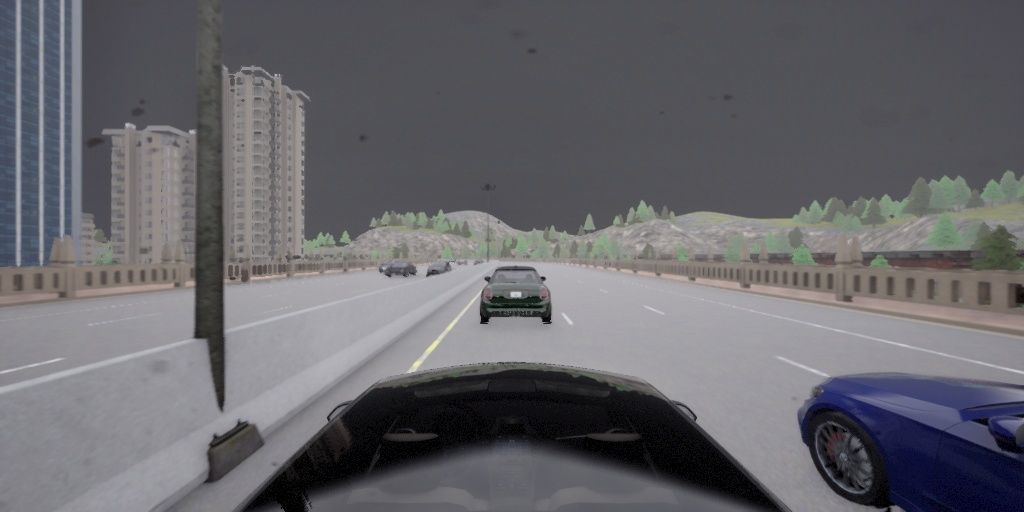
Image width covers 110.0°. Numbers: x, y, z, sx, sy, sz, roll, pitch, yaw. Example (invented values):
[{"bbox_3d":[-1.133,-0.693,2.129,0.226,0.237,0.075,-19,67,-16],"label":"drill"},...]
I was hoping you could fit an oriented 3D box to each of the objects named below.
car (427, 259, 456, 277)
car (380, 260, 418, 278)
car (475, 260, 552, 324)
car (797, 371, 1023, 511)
[{"bbox_3d":[-7.066,1.263,35.381,1.837,1.490,4.892,0,0,0],"label":"car"},{"bbox_3d":[-10.570,1.303,34.667,2.033,1.411,5.357,0,0,0],"label":"car"},{"bbox_3d":[0.109,1.104,12.190,2.097,1.767,4.553,0,0,0],"label":"car"},{"bbox_3d":[3.608,1.276,1.408,1.812,1.442,4.674,0,0,0],"label":"car"}]
